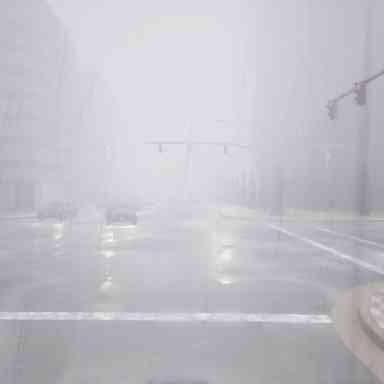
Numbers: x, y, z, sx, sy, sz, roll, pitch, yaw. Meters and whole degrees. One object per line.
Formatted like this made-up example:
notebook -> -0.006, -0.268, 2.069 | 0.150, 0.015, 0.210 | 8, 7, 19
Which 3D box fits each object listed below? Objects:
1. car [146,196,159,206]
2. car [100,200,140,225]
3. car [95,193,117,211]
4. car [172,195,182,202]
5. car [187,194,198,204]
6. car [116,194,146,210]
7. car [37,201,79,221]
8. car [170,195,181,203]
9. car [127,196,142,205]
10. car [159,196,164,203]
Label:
car -> -7.007, 1.526, 54.544 | 1.812, 1.442, 4.674 | 0, 0, 0
car -> -5.166, 1.516, 23.539 | 1.994, 1.385, 4.181 | 0, 0, -18
car -> -10.540, 1.218, 42.121 | 2.150, 2.045, 5.566 | 0, 0, 0
car -> -3.388, 1.494, 76.045 | 2.128, 1.511, 4.902 | 0, 0, 0
car -> 0.097, 1.547, 66.143 | 2.033, 1.411, 5.357 | 0, 0, 0
car -> -7.042, 1.353, 39.003 | 2.097, 1.767, 4.553 | 0, 0, 0
car -> -10.563, 1.480, 26.554 | 1.837, 1.490, 4.892 | 0, -1, 0
car -> -3.402, 1.505, 66.718 | 1.837, 1.490, 4.892 | 0, 0, 0
car -> -10.479, 1.477, 60.860 | 1.882, 1.535, 5.008 | 0, 0, 0
car -> -6.898, 1.540, 69.323 | 1.994, 1.385, 4.181 | 0, 0, 0
